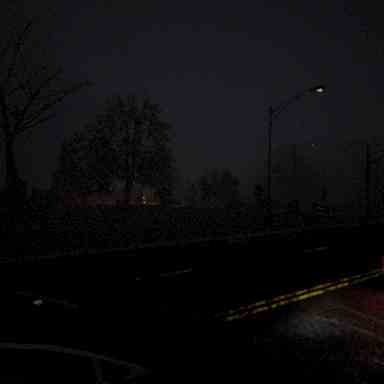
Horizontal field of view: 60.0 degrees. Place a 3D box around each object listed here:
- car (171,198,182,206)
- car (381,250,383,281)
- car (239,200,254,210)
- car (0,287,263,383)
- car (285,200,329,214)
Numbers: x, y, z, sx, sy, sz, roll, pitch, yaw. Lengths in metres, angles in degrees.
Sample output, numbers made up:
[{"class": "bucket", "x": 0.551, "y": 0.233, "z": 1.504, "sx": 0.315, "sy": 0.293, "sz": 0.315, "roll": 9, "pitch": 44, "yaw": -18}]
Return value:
[{"class": "car", "x": -3.597, "y": 1.851, "z": 60.498, "sx": 1.812, "sy": 1.442, "sz": 4.674, "roll": 2, "pitch": -2, "yaw": -33}, {"class": "car", "x": 6.716, "y": 1.366, "z": 8.273, "sx": 4.553, "sy": 1.767, "sz": 2.097, "roll": 0, "pitch": 0, "yaw": -36}, {"class": "car", "x": 6.663, "y": 1.775, "z": 45.608, "sx": 1.994, "sy": 1.385, "sz": 4.181, "roll": 2, "pitch": -2, "yaw": -36}, {"class": "car", "x": -1.581, "y": 1.492, "z": 2.310, "sx": 4.902, "sy": 1.511, "sz": 2.128, "roll": 0, "pitch": 0, "yaw": -36}, {"class": "car", "x": 12.802, "y": 1.628, "z": 37.232, "sx": 1.882, "sy": 1.535, "sz": 5.008, "roll": 2, "pitch": -2, "yaw": -36}]
